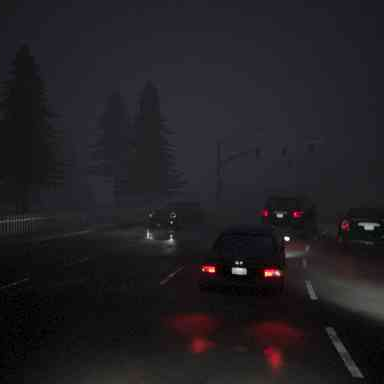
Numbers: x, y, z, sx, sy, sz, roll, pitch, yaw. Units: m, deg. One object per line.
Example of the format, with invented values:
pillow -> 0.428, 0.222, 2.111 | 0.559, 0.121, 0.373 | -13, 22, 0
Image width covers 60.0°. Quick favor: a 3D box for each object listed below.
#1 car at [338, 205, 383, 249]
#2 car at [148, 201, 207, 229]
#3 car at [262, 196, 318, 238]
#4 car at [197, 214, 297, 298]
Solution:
car -> 7.429, 1.350, 14.218 | 2.097, 1.767, 4.553 | 0, 0, 25
car -> -0.863, 1.391, 21.837 | 2.097, 1.767, 4.553 | 0, 0, 30
car -> 5.458, 1.220, 18.188 | 2.150, 2.045, 5.566 | 0, 0, 28
car -> 1.532, 1.547, 8.734 | 2.033, 1.411, 5.357 | 0, 0, 15
